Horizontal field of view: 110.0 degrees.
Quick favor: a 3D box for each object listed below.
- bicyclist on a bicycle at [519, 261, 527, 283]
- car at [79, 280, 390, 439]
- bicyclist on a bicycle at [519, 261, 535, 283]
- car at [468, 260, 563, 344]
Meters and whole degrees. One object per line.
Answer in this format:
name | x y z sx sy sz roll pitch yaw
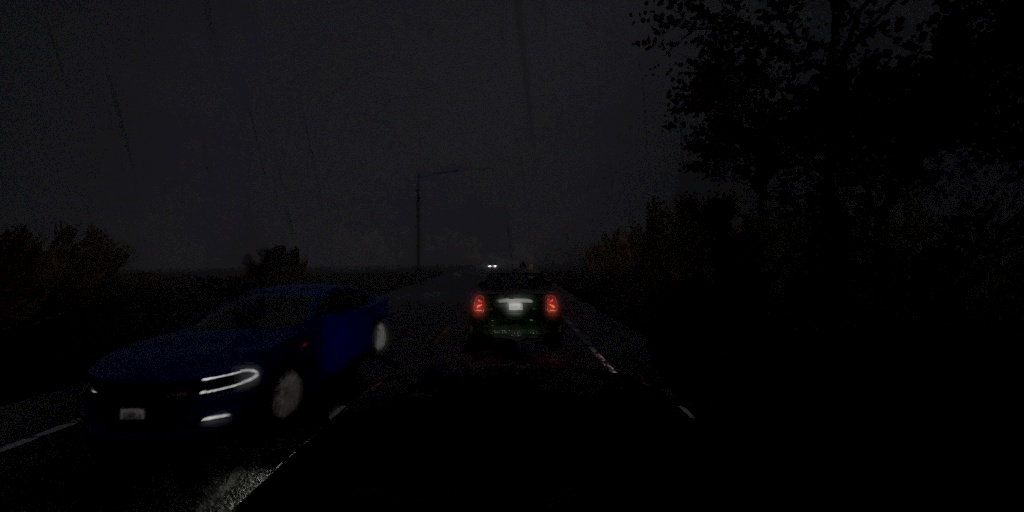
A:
bicyclist on a bicycle | 0.843 1.193 27.235 0.582 1.620 1.656 0 0 0
car | -3.613 1.226 5.902 1.882 1.535 5.008 0 0 0
bicyclist on a bicycle | 0.905 1.181 17.119 0.866 1.612 1.509 0 0 0
car | 0.073 1.099 9.775 2.097 1.767 4.553 0 0 0
